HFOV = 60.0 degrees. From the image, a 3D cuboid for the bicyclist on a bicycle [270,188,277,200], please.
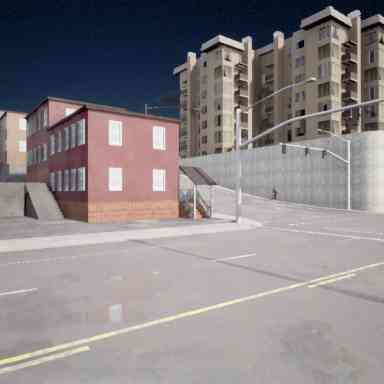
[{"bbox_3d":[11.200,0.301,45.389,1.656,1.620,0.582,0,6,-35],"label":"bicyclist on a bicycle"}]
